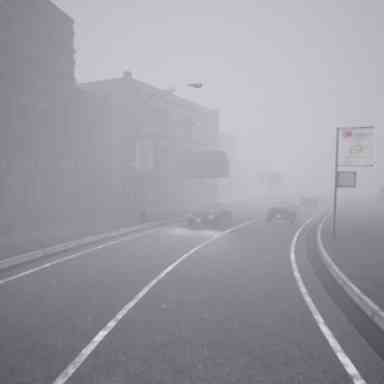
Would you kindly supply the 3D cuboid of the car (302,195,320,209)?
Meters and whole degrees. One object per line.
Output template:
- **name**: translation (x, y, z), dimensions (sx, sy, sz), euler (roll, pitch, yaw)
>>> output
- **car**: translation (14.013, 1.101, 39.554), dimensions (1.882, 1.535, 5.008), euler (2, 2, 26)

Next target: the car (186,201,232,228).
- **car**: translation (1.234, 1.310, 20.731), dimensions (1.812, 1.442, 4.674), euler (2, 1, 22)

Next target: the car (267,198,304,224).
- **car**: translation (6.598, 1.392, 23.792), dimensions (1.812, 1.442, 4.674), euler (2, 1, 24)
